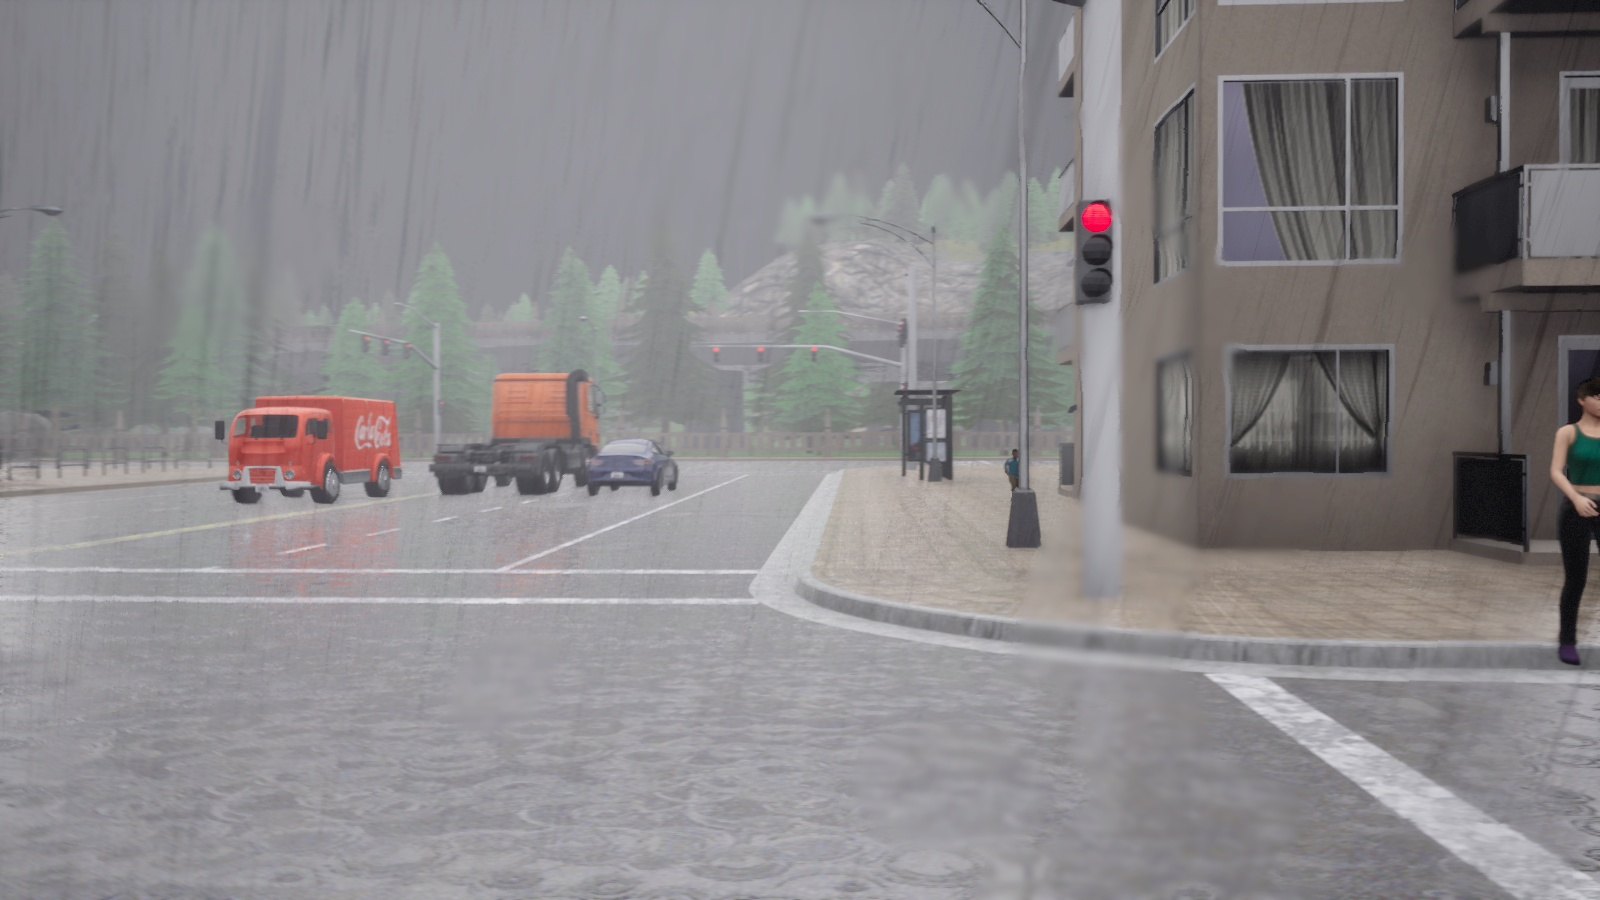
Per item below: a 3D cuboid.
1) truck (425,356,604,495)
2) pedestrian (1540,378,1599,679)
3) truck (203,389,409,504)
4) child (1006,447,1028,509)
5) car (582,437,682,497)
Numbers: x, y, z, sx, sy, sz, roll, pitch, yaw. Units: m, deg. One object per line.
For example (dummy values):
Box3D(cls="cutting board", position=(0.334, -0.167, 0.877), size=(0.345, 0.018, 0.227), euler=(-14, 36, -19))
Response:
Box3D(cls="truck", position=(-7.730, -0.670, 35.223), size=(2.891, 3.462, 7.936), euler=(0, 1, 3))
Box3D(cls="pedestrian", position=(5.002, 0.478, 7.947), size=(0.345, 1.836, 0.594), euler=(0, 1, 10))
Box3D(cls="truck", position=(-11.496, -0.117, 29.762), size=(2.627, 2.467, 5.204), euler=(0, 1, 3))
Box3D(cls="child", position=(4.251, 0.549, 24.630), size=(0.343, 1.192, 0.448), euler=(0, 1, 1))
Box3D(cls="car", position=(-4.333, 0.382, 33.094), size=(1.812, 1.442, 4.674), euler=(0, 1, 3))
